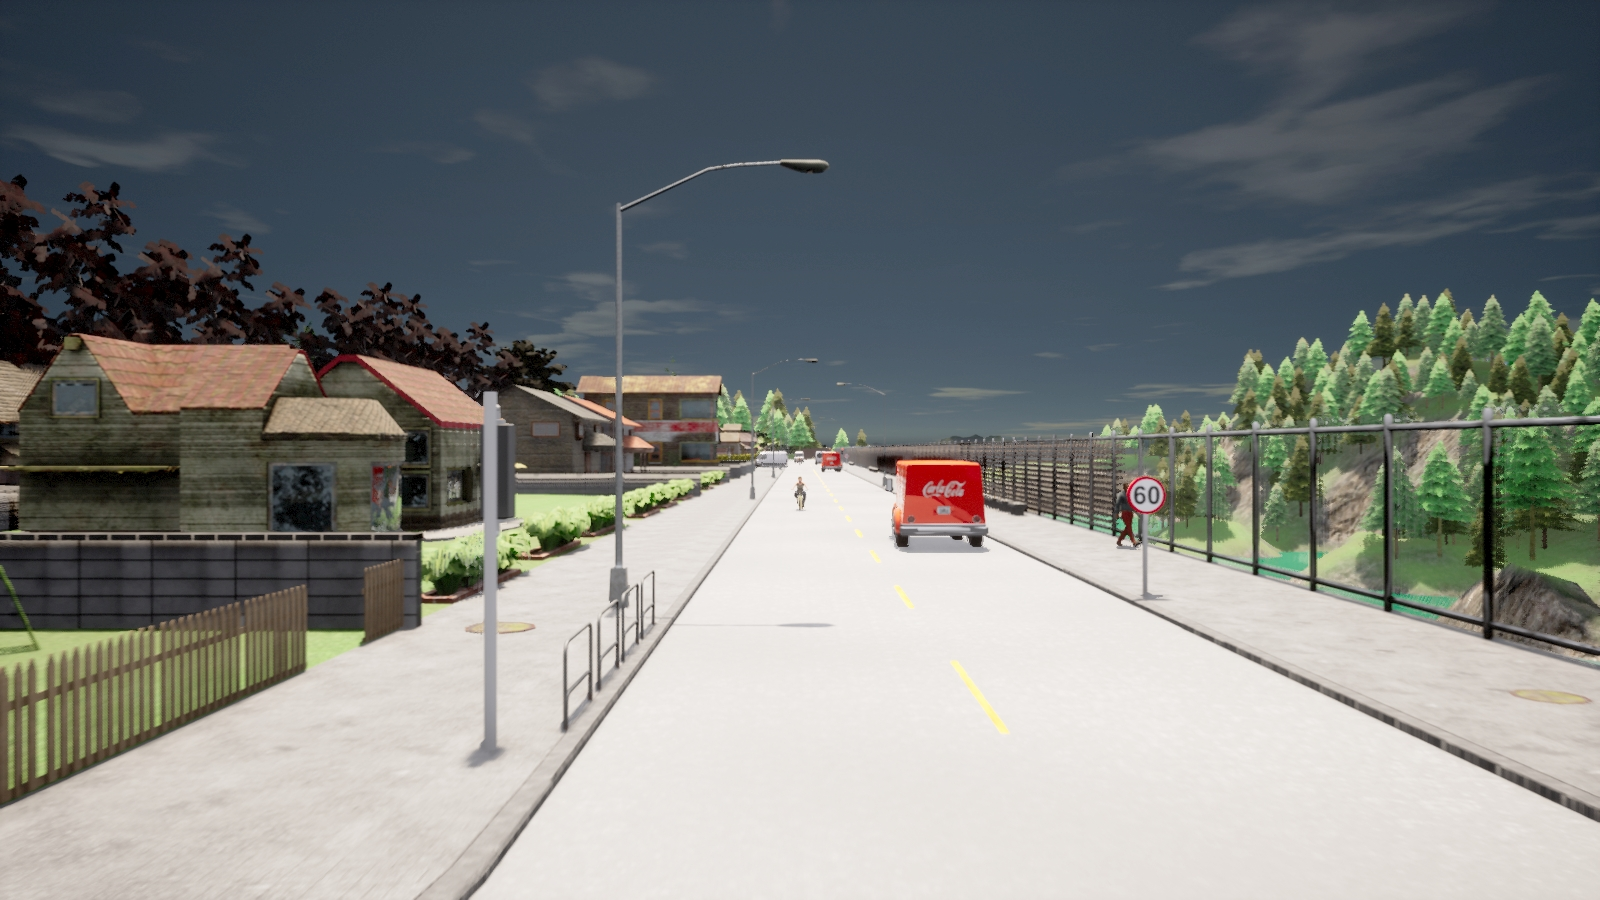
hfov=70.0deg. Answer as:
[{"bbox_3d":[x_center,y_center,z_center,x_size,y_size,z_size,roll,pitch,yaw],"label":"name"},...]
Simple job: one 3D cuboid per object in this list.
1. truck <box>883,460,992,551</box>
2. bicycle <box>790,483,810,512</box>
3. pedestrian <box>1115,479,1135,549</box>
[{"bbox_3d":[3.998,1.564,34.259,2.627,2.467,5.204,0,0,0],"label":"truck"},{"bbox_3d":[0.008,2.151,51.868,0.859,1.276,1.487,0,0,0],"label":"bicycle"},{"bbox_3d":[8.864,1.739,31.174,0.375,1.860,0.375,0,0,-17],"label":"pedestrian"}]
